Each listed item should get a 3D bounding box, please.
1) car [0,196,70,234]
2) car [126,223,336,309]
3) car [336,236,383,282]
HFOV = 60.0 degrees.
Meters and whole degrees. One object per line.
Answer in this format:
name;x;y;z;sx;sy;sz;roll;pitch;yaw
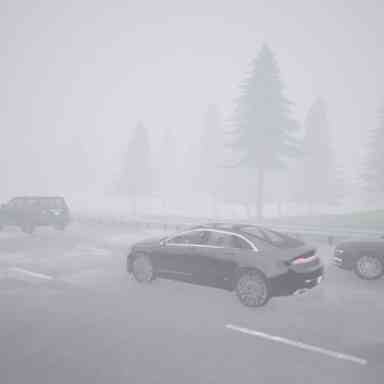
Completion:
car;-9.387;1.222;19.282;5.566;2.045;2.150;0;0;35
car;0.522;1.492;7.918;4.902;1.511;2.128;0;0;35
car;6.144;1.505;8.208;4.892;1.490;1.837;0;0;35
